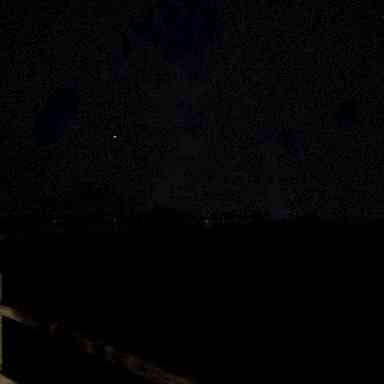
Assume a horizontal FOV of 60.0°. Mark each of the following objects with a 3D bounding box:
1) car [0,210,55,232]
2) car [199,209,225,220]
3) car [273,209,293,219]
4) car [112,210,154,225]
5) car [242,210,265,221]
[{"bbox_3d":[-12.431,2.052,24.083,2.128,1.511,4.902,0,-2,37],"label":"car"},{"bbox_3d":[2.686,3.119,45.136,1.837,1.490,4.892,0,-3,36],"label":"car"},{"bbox_3d":[16.226,3.782,59.065,2.097,1.767,4.553,0,-3,37],"label":"car"},{"bbox_3d":[-5.835,2.501,33.247,2.128,1.511,4.902,0,-2,36],"label":"car"},{"bbox_3d":[9.171,3.399,49.178,2.128,1.511,4.902,0,-3,36],"label":"car"}]
